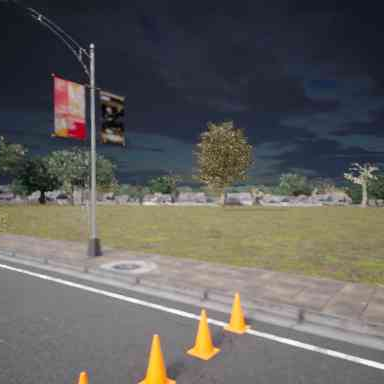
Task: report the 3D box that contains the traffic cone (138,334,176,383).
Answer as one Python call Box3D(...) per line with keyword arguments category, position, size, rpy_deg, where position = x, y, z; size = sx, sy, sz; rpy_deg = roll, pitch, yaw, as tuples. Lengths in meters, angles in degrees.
Box3D(category="traffic cone", position=(-0.422, 1.960, 3.877), size=(0.340, 0.580, 0.340), rpy_deg=(0, 0, 36))

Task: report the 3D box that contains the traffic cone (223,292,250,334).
Box3D(category="traffic cone", position=(0.742, 1.960, 5.503), size=(0.340, 0.580, 0.340), rpy_deg=(0, 0, 36))

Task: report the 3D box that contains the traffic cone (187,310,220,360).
Box3D(category="traffic cone", position=(0.160, 1.960, 4.690), size=(0.340, 0.580, 0.340), rpy_deg=(0, 0, 36))

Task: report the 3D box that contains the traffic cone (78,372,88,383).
Box3D(category="traffic cone", position=(-1.004, 1.959, 3.064), size=(0.340, 0.580, 0.340), rpy_deg=(0, 0, 36))
